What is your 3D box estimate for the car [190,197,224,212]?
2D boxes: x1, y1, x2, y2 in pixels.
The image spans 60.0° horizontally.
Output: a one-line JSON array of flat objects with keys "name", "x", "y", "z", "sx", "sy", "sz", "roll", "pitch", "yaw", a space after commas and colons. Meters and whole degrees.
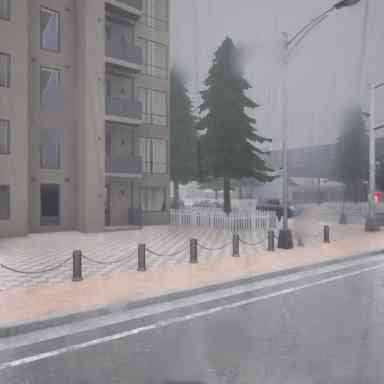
[{"name": "car", "x": 1.819, "y": 1.579, "z": 37.578, "sx": 1.994, "sy": 1.385, "sz": 4.181, "roll": 0, "pitch": 0, "yaw": -37}]

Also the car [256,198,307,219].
[{"name": "car", "x": 7.862, "y": 1.367, "z": 29.589, "sx": 2.097, "sy": 1.767, "sz": 4.553, "roll": 0, "pitch": 0, "yaw": -37}]

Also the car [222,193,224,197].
[{"name": "car", "x": 7.474, "y": 1.092, "z": 94.722, "sx": 1.905, "sy": 1.878, "sz": 3.866, "roll": 0, "pitch": 0, "yaw": -37}]

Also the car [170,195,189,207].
[{"name": "car", "x": -3.260, "y": 1.563, "z": 50.377, "sx": 2.033, "sy": 1.411, "sz": 5.357, "roll": 0, "pitch": 0, "yaw": -37}]

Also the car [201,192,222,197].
[{"name": "car", "x": 5.388, "y": 1.113, "z": 92.658, "sx": 1.932, "sy": 1.855, "sz": 4.605, "roll": 0, "pitch": 0, "yaw": -37}]
